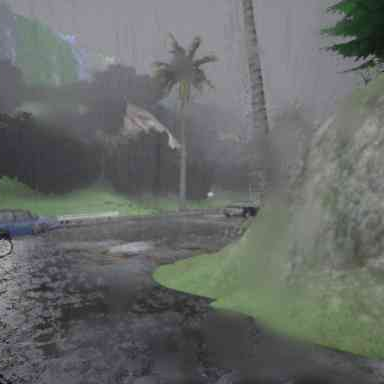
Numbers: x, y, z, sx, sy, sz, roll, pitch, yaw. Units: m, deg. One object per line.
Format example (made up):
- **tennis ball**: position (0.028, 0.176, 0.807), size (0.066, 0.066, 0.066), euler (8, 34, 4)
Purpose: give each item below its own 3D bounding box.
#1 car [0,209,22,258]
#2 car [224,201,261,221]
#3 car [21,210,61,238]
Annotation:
- **car**: position (-7.350, 1.478, 9.737), size (1.882, 1.535, 5.008), euler (-2, 0, 1)
- **car**: position (4.457, 1.490, 27.440), size (2.128, 1.511, 4.902), euler (0, 0, 36)
- **car**: position (-8.934, 1.546, 15.720), size (2.033, 1.411, 5.357), euler (0, 0, 32)
